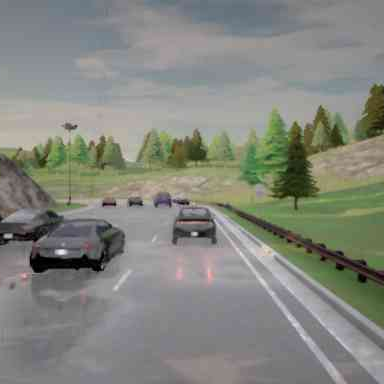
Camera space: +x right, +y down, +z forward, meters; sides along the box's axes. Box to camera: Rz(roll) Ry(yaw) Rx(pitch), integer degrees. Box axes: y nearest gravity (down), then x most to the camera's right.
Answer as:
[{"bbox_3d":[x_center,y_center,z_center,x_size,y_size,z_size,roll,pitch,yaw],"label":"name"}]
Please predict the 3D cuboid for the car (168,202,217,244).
[{"bbox_3d":[0.099,1.440,15.523,2.128,1.511,4.902,0,0,0],"label":"car"}]

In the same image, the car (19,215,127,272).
[{"bbox_3d":[-3.401,1.528,10.664,1.994,1.385,4.181,0,0,0],"label":"car"}]

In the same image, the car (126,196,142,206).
[{"bbox_3d":[-8.903,1.324,51.089,2.128,1.511,4.902,0,0,-19],"label":"car"}]

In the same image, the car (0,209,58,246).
[{"bbox_3d":[-6.902,1.476,14.826,1.812,1.442,4.674,0,0,0],"label":"car"}]

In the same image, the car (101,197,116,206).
[{"bbox_3d":[-12.685,1.398,50.474,1.994,1.385,4.181,0,0,-19],"label":"car"}]

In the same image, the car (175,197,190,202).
[{"bbox_3d":[-1.952,1.428,52.856,1.895,1.301,4.718,0,0,-19],"label":"car"}]

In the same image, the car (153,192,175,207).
[{"bbox_3d":[-4.364,1.064,48.161,2.150,2.045,5.566,1,0,-13],"label":"car"}]
